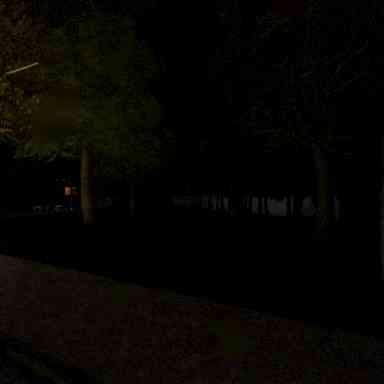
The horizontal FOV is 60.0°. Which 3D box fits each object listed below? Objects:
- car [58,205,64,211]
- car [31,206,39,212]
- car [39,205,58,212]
[{"bbox_3d":[-35.052,4.238,87.477,2.128,1.511,4.902,0,-2,-9],"label":"car"},{"bbox_3d":[-37.103,4.090,80.001,2.033,1.411,5.357,0,-2,-9],"label":"car"},{"bbox_3d":[-33.342,3.886,77.193,1.837,1.490,4.892,0,-2,-9],"label":"car"}]
